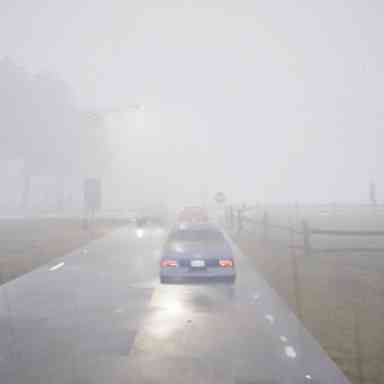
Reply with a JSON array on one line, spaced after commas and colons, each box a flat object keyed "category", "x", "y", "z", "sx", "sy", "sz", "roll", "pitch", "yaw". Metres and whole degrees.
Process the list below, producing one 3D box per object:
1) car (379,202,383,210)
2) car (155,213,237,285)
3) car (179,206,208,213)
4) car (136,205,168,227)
[{"category": "car", "x": 23.226, "y": 1.325, "z": 36.480, "sx": 4.892, "sy": 1.490, "sz": 1.837, "roll": -1, "pitch": 1, "yaw": 0}, {"category": "car", "x": 0.111, "y": 1.572, "z": 9.587, "sx": 2.033, "sy": 1.411, "sz": 5.357, "roll": 0, "pitch": 0, "yaw": 0}, {"category": "car", "x": 0.092, "y": 1.630, "z": 22.027, "sx": 1.994, "sy": 1.385, "sz": 4.181, "roll": 0, "pitch": 0, "yaw": 0}, {"category": "car", "x": -2.713, "y": 1.620, "z": 23.874, "sx": 2.033, "sy": 1.411, "sz": 5.357, "roll": 0, "pitch": 0, "yaw": 0}]
